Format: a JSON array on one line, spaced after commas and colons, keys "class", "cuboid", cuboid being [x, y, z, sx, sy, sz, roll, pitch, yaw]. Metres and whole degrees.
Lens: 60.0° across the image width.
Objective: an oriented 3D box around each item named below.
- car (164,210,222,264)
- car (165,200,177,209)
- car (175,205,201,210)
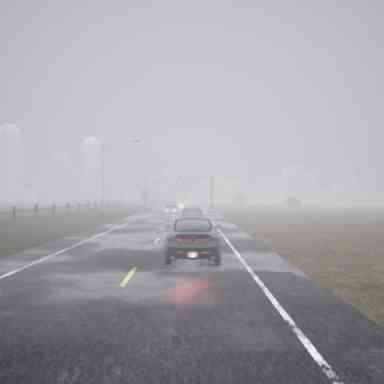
[{"class": "car", "cuboid": [0.043, 1.644, 12.329, 1.837, 1.490, 4.892, 0, 0, 1]}, {"class": "car", "cuboid": [-3.536, 2.156, 57.340, 2.033, 1.411, 5.357, 0, -1, 1]}, {"class": "car", "cuboid": [0.017, 1.825, 25.200, 2.033, 1.411, 5.357, 0, -1, 0]}]
